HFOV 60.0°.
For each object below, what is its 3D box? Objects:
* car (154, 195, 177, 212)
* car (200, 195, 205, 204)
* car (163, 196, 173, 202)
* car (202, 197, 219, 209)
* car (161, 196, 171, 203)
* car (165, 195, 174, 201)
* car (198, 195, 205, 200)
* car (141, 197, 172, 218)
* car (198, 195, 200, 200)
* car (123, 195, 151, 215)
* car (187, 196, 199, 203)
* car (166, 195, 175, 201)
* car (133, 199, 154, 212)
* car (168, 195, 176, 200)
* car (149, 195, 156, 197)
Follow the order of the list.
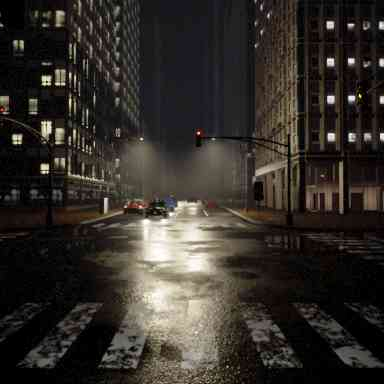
[{"bbox_3d":[-3.115,1.493,39.810,1.882,1.535,5.008,0,0,0],"label":"car"},{"bbox_3d":[2.679,1.547,56.263,1.752,1.417,4.829,1,0,0],"label":"car"},{"bbox_3d":[-5.712,1.582,78.323,2.008,1.369,4.403,1,0,0],"label":"car"},{"bbox_3d":[2.683,1.599,44.938,1.802,1.307,4.206,1,0,0],"label":"car"},{"bbox_3d":[-5.709,1.573,72.748,1.887,1.381,4.507,1,0,0],"label":"car"},{"bbox_3d":[-5.715,1.578,83.898,1.887,1.381,4.507,1,0,0],"label":"car"},{"bbox_3d":[2.661,1.583,95.134,1.887,1.381,4.507,1,0,0],"label":"car"},{"bbox_3d":[-3.113,1.516,30.305,1.837,1.490,4.892,0,0,0],"label":"car"},{"bbox_3d":[2.676,1.590,61.671,1.947,1.339,4.313,1,0,0],"label":"car"},{"bbox_3d":[-5.689,1.453,33.722,1.967,1.590,4.097,1,0,0],"label":"car"},{"bbox_3d":[0.044,1.589,70.996,1.994,1.385,4.181,0,0,0],"label":"car"},{"bbox_3d":[-5.717,1.587,89.473,2.008,1.369,4.403,1,0,0],"label":"car"},{"bbox_3d":[-5.695,1.597,39.297,1.802,1.307,4.206,1,0,0],"label":"car"},{"bbox_3d":[-5.720,1.605,95.048,1.947,1.339,4.313,1,0,0],"label":"car"},{"bbox_3d":[-5.692,1.332,44.872,2.192,1.841,5.009,1,0,0],"label":"car"}]
